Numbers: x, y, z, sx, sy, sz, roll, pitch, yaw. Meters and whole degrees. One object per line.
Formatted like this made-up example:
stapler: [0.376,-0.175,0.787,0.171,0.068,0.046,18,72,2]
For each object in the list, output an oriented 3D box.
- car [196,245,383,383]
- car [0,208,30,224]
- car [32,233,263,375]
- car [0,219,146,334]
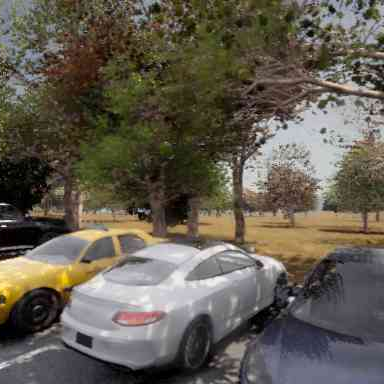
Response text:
car: [2.332,1.512,4.058,2.163,1.488,4.792,0,0,36]
car: [-8.913,1.548,12.141,2.163,1.488,4.792,0,0,36]
car: [0.098,1.530,5.696,2.002,1.452,4.674,0,0,36]
car: [-2.258,1.494,7.165,1.946,1.575,5.366,0,0,36]
